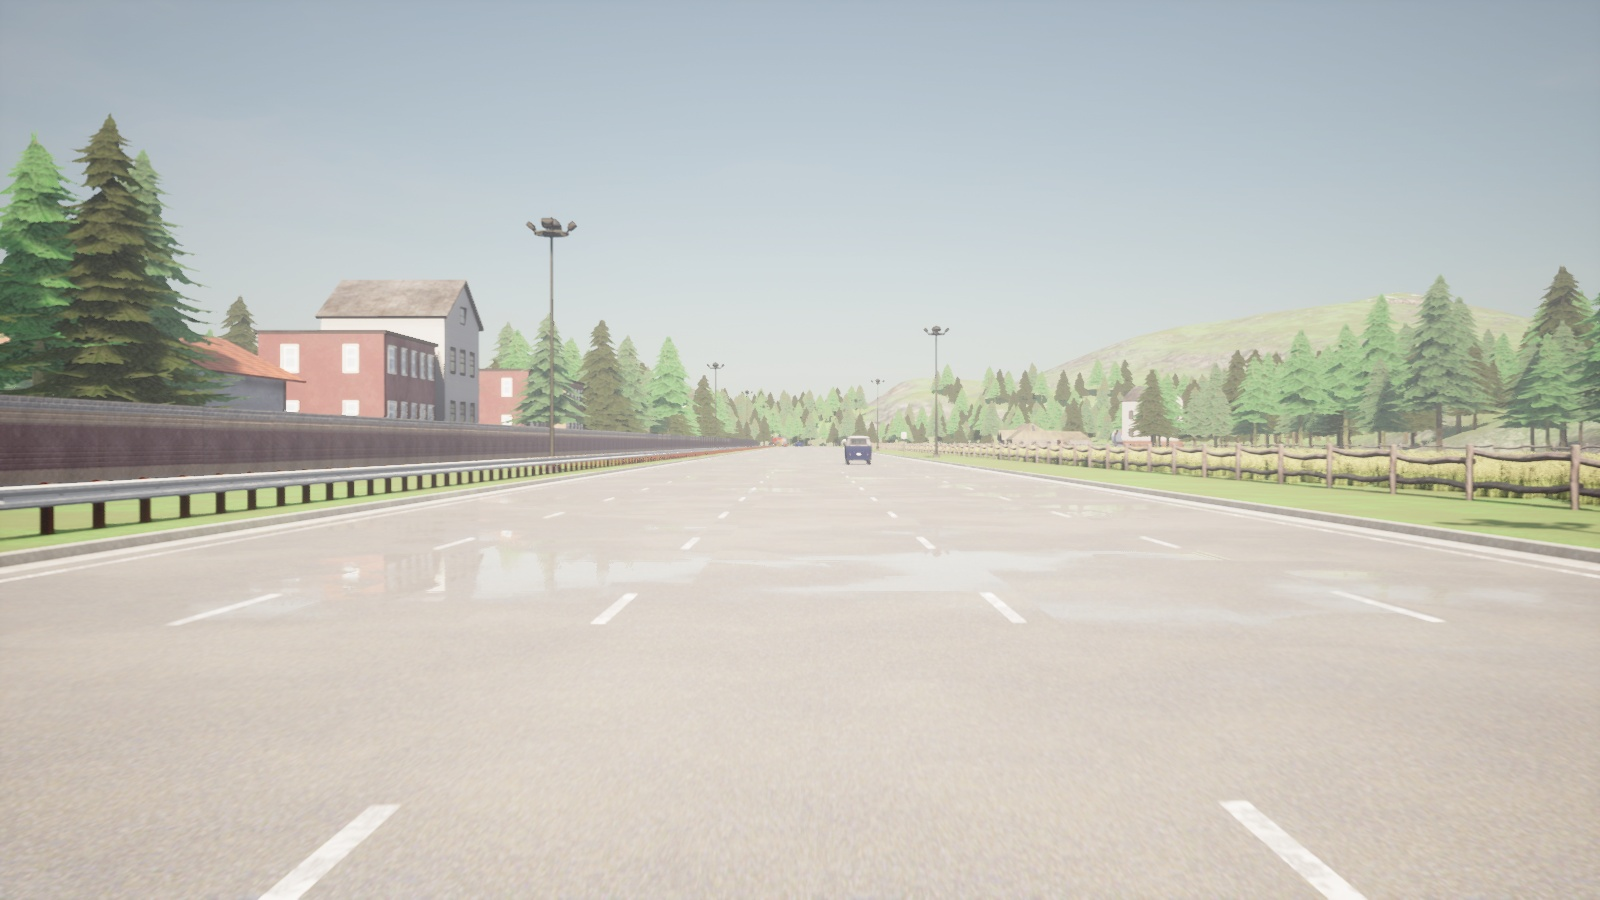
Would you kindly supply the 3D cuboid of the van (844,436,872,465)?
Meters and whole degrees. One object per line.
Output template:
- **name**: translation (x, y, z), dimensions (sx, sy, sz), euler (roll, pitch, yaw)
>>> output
- **van**: translation (4.023, 0.007, 87.954), dimensions (1.775, 1.987, 4.442), euler (0, 0, 0)
